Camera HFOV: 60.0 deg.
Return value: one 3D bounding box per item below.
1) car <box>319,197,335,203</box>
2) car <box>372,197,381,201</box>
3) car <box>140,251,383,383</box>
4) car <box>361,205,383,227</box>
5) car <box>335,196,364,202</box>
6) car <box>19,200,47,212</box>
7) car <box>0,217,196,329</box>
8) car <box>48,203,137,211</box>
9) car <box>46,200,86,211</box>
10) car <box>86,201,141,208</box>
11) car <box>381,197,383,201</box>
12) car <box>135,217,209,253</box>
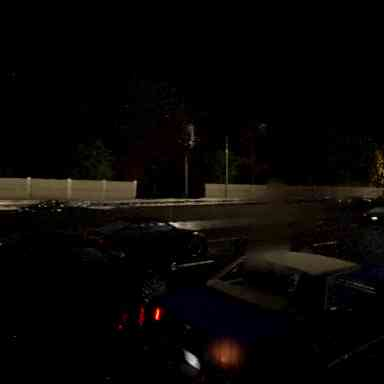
[{"bbox_3d":[22.645,1.583,54.501,4.181,1.385,1.994,0,0,-35],"label":"car"},{"bbox_3d":[28.647,1.509,50.184,5.008,1.535,1.882,0,0,-35],"label":"car"},{"bbox_3d":[1.813,1.599,5.042,4.718,1.301,1.895,0,0,-36],"label":"car"},{"bbox_3d":[12.782,1.564,21.476,4.181,1.385,1.994,0,0,-36],"label":"car"},{"bbox_3d":[24.905,1.375,51.820,4.553,1.767,2.097,0,0,-35],"label":"car"},{"bbox_3d":[-12.597,1.477,29.406,4.892,1.490,1.837,0,0,-36],"label":"car"},{"bbox_3d":[-2.561,1.472,6.220,5.008,1.535,1.882,0,0,-36],"label":"car"},{"bbox_3d":[-6.237,1.583,21.044,4.718,1.301,1.895,0,0,-36],"label":"car"},{"bbox_3d":[-9.036,1.468,27.646,4.902,1.511,2.128,0,0,-36],"label":"car"},{"bbox_3d":[-5.649,1.545,25.764,4.181,1.385,1.994,0,0,-36],"label":"car"},{"bbox_3d":[29.118,1.250,46.227,5.566,2.045,2.150,0,0,-35],"label":"car"},{"bbox_3d":[-1.473,1.556,11.300,4.181,1.385,1.994,0,0,-36],"label":"car"}]
